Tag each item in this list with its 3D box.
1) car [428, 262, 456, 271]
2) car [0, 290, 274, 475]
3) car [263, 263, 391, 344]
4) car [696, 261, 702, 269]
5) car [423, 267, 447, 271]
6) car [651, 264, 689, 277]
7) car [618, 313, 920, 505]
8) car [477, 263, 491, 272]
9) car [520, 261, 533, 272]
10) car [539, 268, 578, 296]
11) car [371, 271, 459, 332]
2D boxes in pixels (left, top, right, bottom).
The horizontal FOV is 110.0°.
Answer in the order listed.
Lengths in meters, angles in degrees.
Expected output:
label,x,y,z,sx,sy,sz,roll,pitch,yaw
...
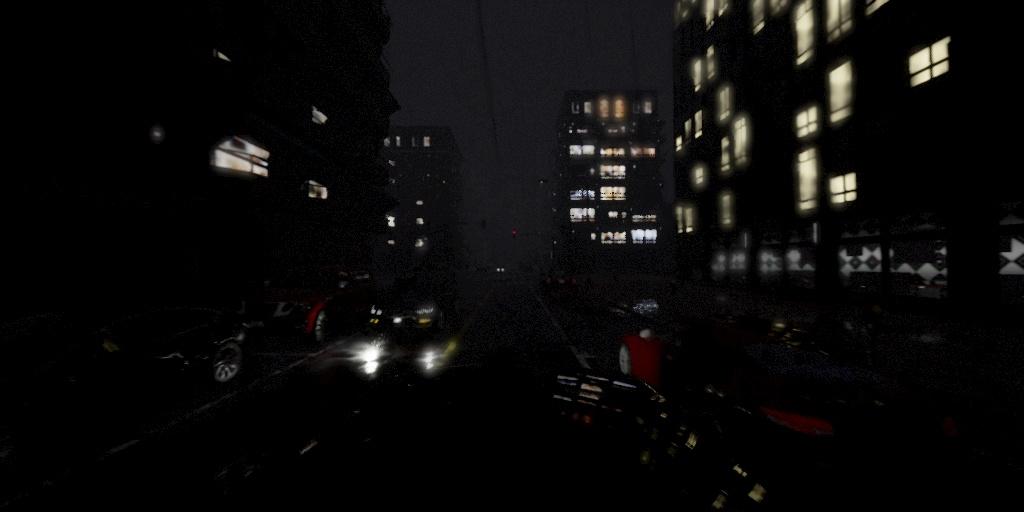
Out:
label,x,y,z,sx,sy,sz,roll,pitch,yaw
car,-5.454,1.374,27.115,2.192,1.841,5.009,0,0,0
car,-5.452,1.350,4.531,1.948,1.339,4.313,0,0,0
car,-5.453,1.167,10.177,2.192,1.841,5.009,0,0,0
car,24.277,1.458,42.030,5.009,1.841,2.192,0,0,1
car,-5.454,1.556,21.469,1.948,1.339,4.313,0,0,0
car,18.685,1.597,42.117,4.097,1.591,1.967,0,0,1
car,2.635,1.365,4.460,1.802,1.307,4.207,0,0,0
car,-5.450,2.091,65.031,2.007,1.370,4.403,0,0,0
car,2.690,2.031,62.576,1.751,1.417,4.829,0,0,0
car,2.694,1.429,21.417,1.967,1.591,4.097,0,0,0
car,-2.851,1.371,11.367,1.837,1.490,4.892,0,-1,0
